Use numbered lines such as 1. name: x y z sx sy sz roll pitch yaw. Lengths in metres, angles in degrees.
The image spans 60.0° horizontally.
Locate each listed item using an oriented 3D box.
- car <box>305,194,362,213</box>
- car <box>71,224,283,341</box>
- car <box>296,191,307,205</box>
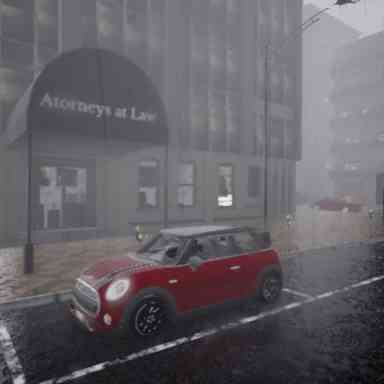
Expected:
1. car: 12.948 1.147 30.060 1.887 1.381 4.507 2 0 -36
2. car: -0.154 1.426 6.446 4.097 1.590 1.967 0 1 -36
3. car: 13.069 0.788 44.143 2.192 1.841 5.009 1 0 -36
